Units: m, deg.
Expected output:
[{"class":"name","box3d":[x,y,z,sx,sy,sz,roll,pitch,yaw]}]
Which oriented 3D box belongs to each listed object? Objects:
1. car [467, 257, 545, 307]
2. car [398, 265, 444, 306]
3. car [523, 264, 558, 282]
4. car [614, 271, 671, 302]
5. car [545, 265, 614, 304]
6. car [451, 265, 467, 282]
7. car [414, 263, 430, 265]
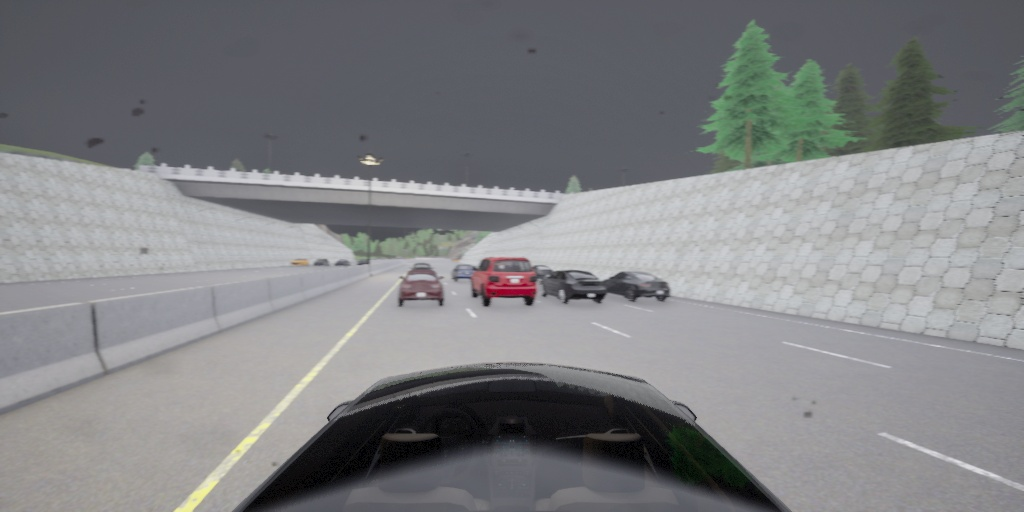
[{"class":"car","box3d":[-0.533,1.063,16.456,2.150,2.045,5.566,1,0,-14]},{"class":"car","box3d":[-4.013,1.316,15.942,1.812,1.442,4.674,1,0,-14]},{"class":"car","box3d":[2.523,1.535,33.059,1.812,1.442,4.674,1,0,-14]},{"class":"car","box3d":[6.167,1.486,18.508,1.812,1.442,4.674,1,0,-14]},{"class":"car","box3d":[2.793,1.411,17.571,1.837,1.490,4.892,1,0,-14]},{"class":"car","box3d":[-4.173,1.442,30.970,2.033,1.411,5.357,1,0,-14]},{"class":"car","box3d":[-7.639,1.347,30.417,1.837,1.490,4.892,1,0,-14]}]
